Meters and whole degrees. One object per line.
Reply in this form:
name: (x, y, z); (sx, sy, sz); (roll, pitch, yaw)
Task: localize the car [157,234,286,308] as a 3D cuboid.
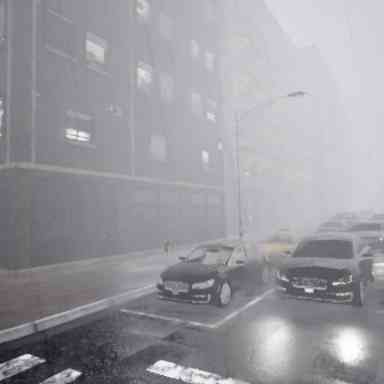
car: (0.822, 2.075, 9.246); (2.008, 1.369, 4.403); (-3, -4, 33)

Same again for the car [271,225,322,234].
car: (3.769, 2.234, 13.765); (1.752, 1.417, 4.829); (-3, -4, 33)

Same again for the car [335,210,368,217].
car: (12.978, 2.601, 27.902); (2.192, 1.841, 5.009); (-3, -4, 33)

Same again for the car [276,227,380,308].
car: (3.792, 1.913, 9.093); (1.837, 1.490, 4.892); (-4, -4, 33)

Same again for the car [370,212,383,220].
car: (31.227, 4.001, 55.851); (1.947, 1.339, 4.313); (-3, -4, 33)

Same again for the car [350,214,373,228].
car: (18.971, 3.187, 37.069); (1.752, 1.417, 4.829); (-3, -4, 33)

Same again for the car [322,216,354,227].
car: (9.943, 2.640, 23.228); (1.887, 1.381, 4.507); (-3, -4, 33)

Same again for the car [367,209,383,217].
car: (15.734, 2.503, 27.343); (2.097, 1.767, 4.553); (-5, -4, 36)

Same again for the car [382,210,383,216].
car: (46.430, 4.980, 79.152); (1.802, 1.307, 4.206); (-3, -4, 33)

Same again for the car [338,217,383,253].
car: (9.210, 2.273, 17.392); (1.812, 1.442, 4.674); (-4, -4, 33)
